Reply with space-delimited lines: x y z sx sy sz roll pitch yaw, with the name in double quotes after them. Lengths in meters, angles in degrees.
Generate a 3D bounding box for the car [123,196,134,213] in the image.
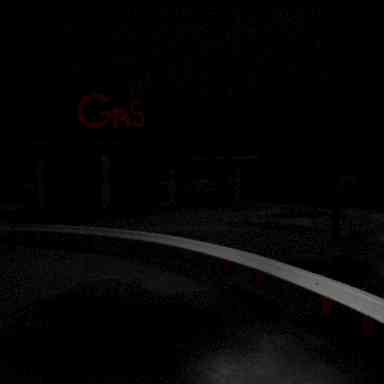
-7.408 1.148 31.580 3.633 1.501 1.845 0 1 3 "car"
